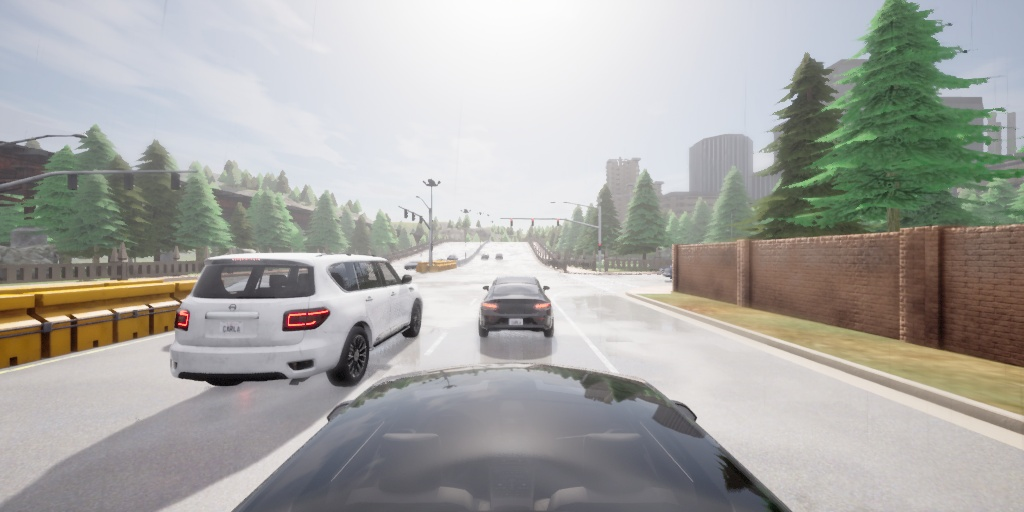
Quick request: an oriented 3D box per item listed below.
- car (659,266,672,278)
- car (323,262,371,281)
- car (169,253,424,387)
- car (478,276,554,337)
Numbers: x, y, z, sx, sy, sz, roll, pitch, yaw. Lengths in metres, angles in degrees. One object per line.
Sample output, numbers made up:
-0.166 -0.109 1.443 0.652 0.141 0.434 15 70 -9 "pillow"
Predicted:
14.766 1.297 28.230 5.357 1.411 2.033 0 0 0 "car"
-13.958 1.255 30.680 1.837 1.490 4.892 0 0 0 "car"
-3.416 0.971 7.091 2.150 2.045 5.566 0 0 1 "car"
0.116 1.276 10.146 1.812 1.442 4.674 0 0 1 "car"
